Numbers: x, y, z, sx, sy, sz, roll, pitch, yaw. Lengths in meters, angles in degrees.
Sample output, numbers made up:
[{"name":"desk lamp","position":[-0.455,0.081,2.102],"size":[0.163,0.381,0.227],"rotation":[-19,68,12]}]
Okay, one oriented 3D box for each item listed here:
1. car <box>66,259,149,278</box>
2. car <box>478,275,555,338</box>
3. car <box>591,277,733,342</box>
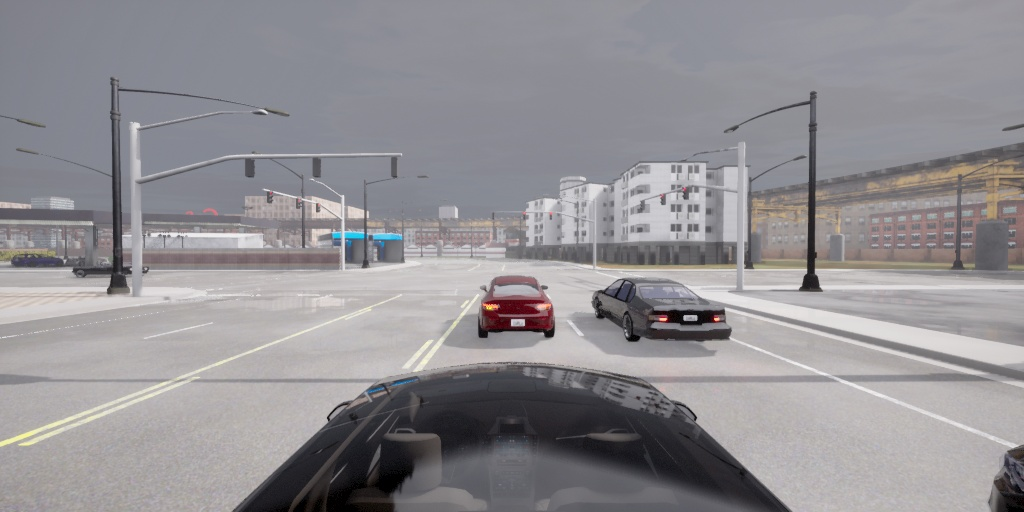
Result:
[{"name":"car","position":[-33.764,1.137,30.184],"size":[4.718,1.301,1.895],"rotation":[0,1,-1]},{"name":"car","position":[0.069,1.257,10.000],"size":[1.812,1.442,4.674],"rotation":[0,0,-1]},{"name":"car","position":[3.580,1.283,9.716],"size":[2.033,1.411,5.357],"rotation":[0,0,0]}]
